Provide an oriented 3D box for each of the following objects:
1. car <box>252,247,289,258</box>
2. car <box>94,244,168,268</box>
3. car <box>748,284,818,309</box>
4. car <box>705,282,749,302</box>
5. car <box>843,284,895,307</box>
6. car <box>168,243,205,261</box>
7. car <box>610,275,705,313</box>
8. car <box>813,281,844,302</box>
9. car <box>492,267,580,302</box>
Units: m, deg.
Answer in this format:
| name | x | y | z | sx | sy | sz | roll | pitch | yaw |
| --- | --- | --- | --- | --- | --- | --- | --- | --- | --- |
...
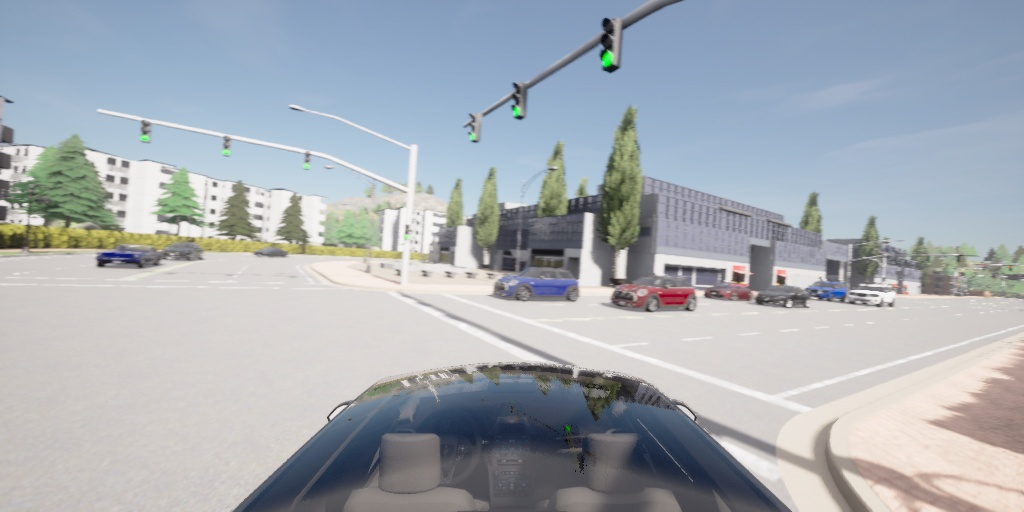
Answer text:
| name | x | y | z | sx | sy | sz | roll | pitch | yaw |
| --- | --- | --- | --- | --- | --- | --- | --- | --- | --- |
| car | -32.725 | -0.489 | 48.867 | 2.033 | 1.411 | 5.357 | 4 | -1 | -2 |
| car | -22.573 | -0.014 | 21.325 | 1.895 | 1.301 | 4.718 | 4 | -1 | -33 |
| car | 18.942 | 2.801 | 24.983 | 4.892 | 1.490 | 1.837 | 4 | -1 | -31 |
| car | 16.807 | 2.741 | 27.785 | 4.181 | 1.385 | 1.994 | 4 | -1 | -31 |
| car | 34.147 | 3.716 | 33.985 | 5.566 | 2.045 | 2.150 | 4 | -1 | -31 |
| car | -27.965 | -0.388 | 30.611 | 1.837 | 1.490 | 4.892 | 4 | -1 | -27 |
| car | 7.101 | 1.756 | 17.881 | 4.553 | 1.767 | 2.097 | 4 | -1 | -31 |
| car | 32.350 | 3.658 | 36.988 | 5.566 | 2.045 | 2.150 | 4 | -1 | -31 |
| car | 1.304 | 1.363 | 18.532 | 4.553 | 1.767 | 2.097 | 4 | -1 | -30 |
